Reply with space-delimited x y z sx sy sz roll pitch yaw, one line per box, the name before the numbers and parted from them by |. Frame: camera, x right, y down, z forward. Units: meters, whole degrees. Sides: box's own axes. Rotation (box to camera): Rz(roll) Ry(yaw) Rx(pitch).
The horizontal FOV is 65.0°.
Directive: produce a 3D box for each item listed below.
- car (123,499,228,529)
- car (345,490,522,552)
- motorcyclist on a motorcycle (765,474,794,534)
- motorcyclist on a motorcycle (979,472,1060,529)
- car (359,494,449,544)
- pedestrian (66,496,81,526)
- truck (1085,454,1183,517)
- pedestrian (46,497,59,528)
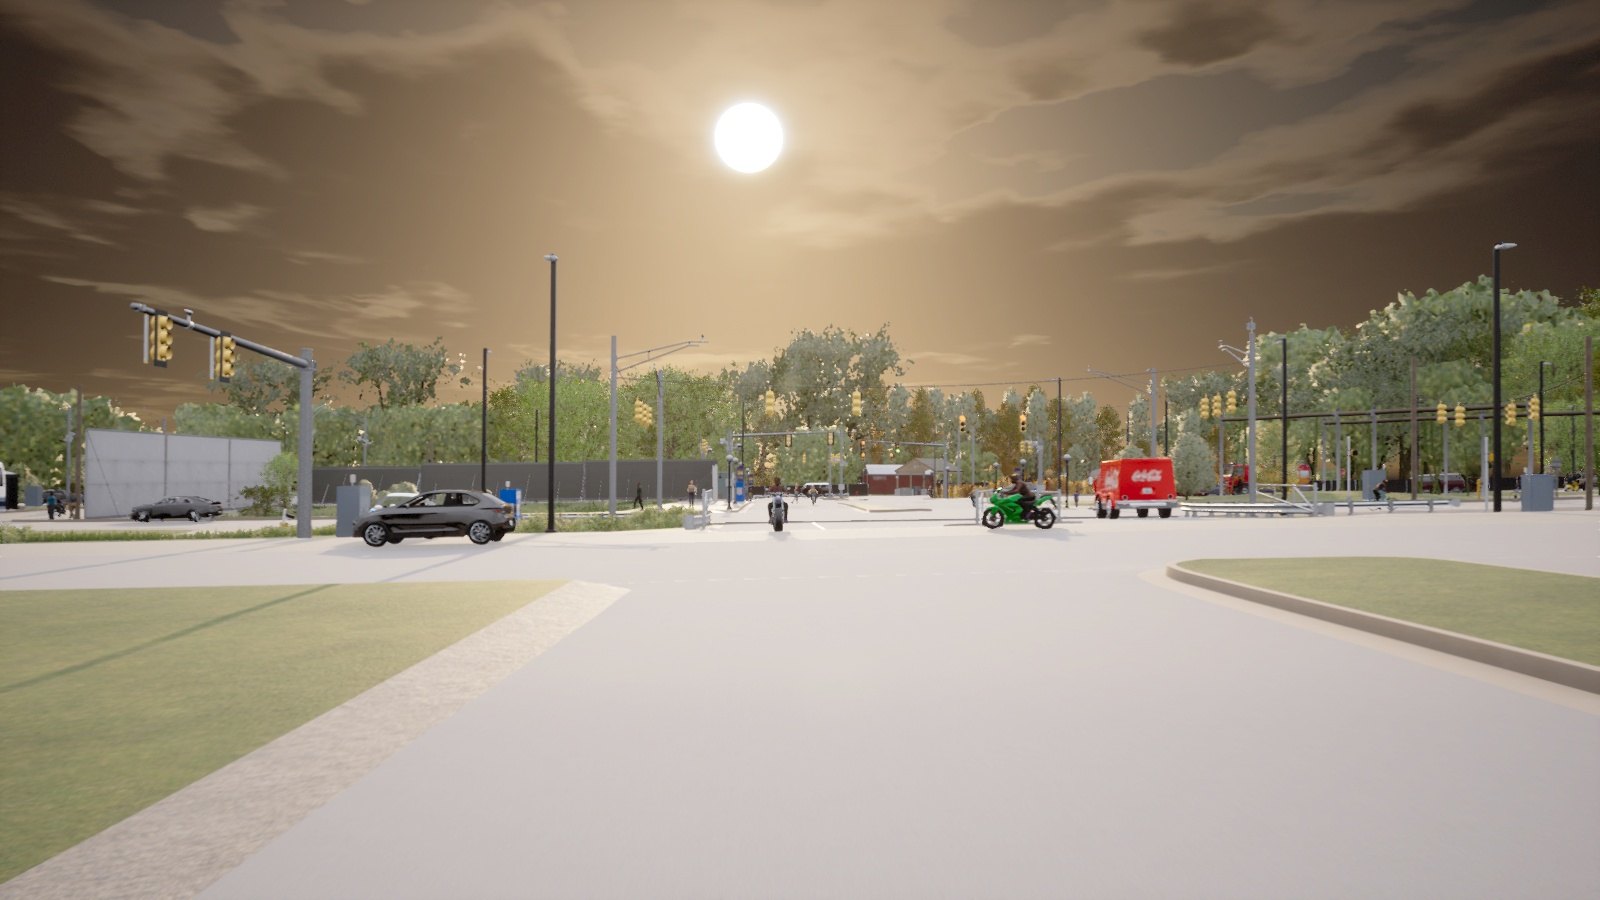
car | -35.528 3.629 71.574 4.902 1.511 2.128 -1 -1 -1
car | -9.803 1.883 33.810 4.193 1.474 1.816 -2 -1 -1
motorcyclist on a motorcycle | -0.610 1.580 36.511 0.766 1.649 2.350 -2 -3 -2
motorcyclist on a motorcycle | 5.932 1.361 34.062 2.044 1.523 0.797 0 -1 -1
car | -11.726 2.043 37.279 2.207 1.376 1.481 -1 -1 -1
pedestrian | -45.147 3.791 78.020 0.694 1.848 0.540 -1 -1 32
truck | 13.978 1.544 53.008 2.627 2.467 5.204 -2 -3 0
pedestrian | -47.284 3.934 79.458 0.396 1.930 0.692 0 -1 -1
